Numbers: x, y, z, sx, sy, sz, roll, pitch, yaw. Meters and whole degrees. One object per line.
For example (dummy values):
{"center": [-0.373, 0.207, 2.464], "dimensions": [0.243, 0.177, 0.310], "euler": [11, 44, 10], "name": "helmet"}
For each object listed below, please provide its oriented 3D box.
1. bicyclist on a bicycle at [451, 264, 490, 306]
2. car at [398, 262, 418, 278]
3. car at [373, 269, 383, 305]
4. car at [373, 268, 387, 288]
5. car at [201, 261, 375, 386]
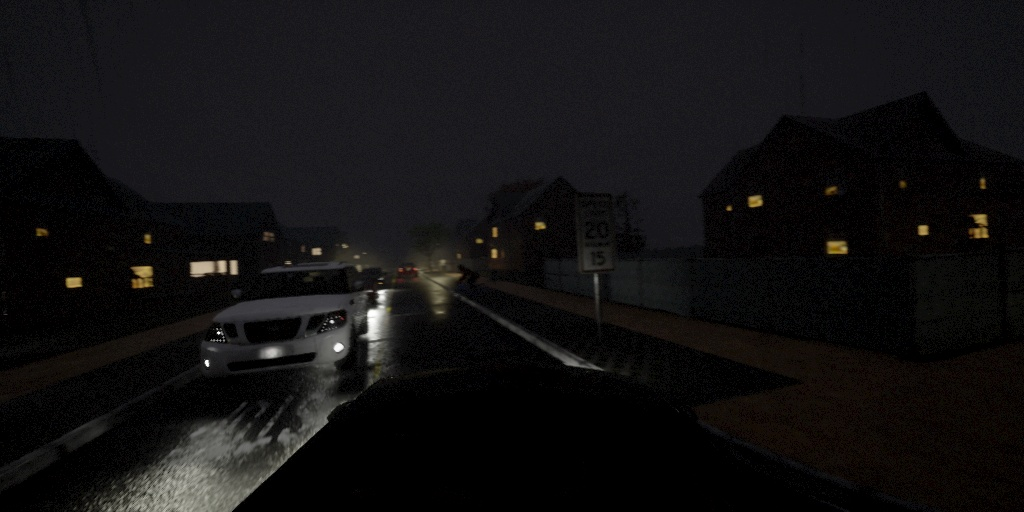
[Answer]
{"center": [-1.767, 1.122, 14.524], "dimensions": [1.656, 1.620, 0.582], "euler": [-13, 3, -17], "name": "bicyclist on a bicycle"}
{"center": [-12.013, 1.546, 41.296], "dimensions": [2.097, 1.767, 4.553], "euler": [-3, 0, -18], "name": "car"}
{"center": [-7.523, 1.582, 17.500], "dimensions": [1.812, 1.442, 4.674], "euler": [-3, 0, -18], "name": "car"}
{"center": [-10.630, 1.676, 27.310], "dimensions": [1.837, 1.490, 4.892], "euler": [-3, 0, -17], "name": "car"}
{"center": [-4.575, 1.177, 8.169], "dimensions": [2.150, 2.045, 5.566], "euler": [-3, 0, -18], "name": "car"}
